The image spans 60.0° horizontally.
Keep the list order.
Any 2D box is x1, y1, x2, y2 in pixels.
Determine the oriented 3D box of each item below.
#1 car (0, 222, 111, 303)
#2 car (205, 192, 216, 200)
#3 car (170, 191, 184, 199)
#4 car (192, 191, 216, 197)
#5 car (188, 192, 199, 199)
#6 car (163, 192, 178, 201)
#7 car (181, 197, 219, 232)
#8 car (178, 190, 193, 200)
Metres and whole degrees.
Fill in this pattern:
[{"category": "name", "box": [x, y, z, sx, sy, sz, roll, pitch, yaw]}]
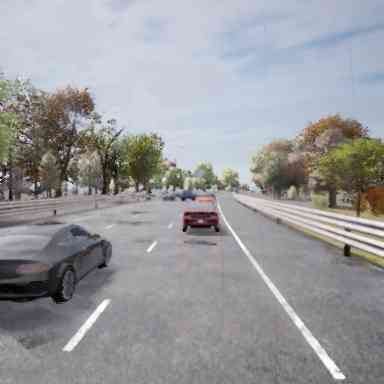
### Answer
[{"category": "car", "box": [-3.294, 1.433, 7.829, 1.812, 1.442, 4.674, 0, 1, 1]}, {"category": "car", "box": [3.778, 0.824, 67.734, 1.837, 1.490, 4.892, 0, 1, 6]}, {"category": "car", "box": [-3.058, 0.660, 70.013, 2.128, 1.511, 4.902, 0, 1, 6]}, {"category": "car", "box": [1.517, 0.951, 38.855, 2.097, 1.767, 4.553, 0, 1, 4]}, {"category": "car", "box": [0.428, 0.741, 69.694, 1.895, 1.301, 4.718, 0, 1, 6]}, {"category": "car", "box": [-4.043, 0.874, 59.674, 2.128, 1.511, 4.902, 0, 1, 5]}, {"category": "car", "box": [0.520, 1.279, 18.800, 1.882, 1.535, 5.008, 0, 0, 2]}, {"category": "car", "box": [-0.589, 0.617, 59.005, 2.150, 2.045, 5.566, 0, 1, 5]}]
